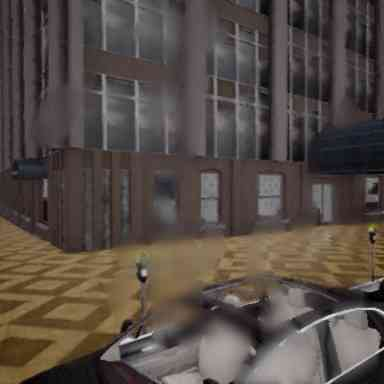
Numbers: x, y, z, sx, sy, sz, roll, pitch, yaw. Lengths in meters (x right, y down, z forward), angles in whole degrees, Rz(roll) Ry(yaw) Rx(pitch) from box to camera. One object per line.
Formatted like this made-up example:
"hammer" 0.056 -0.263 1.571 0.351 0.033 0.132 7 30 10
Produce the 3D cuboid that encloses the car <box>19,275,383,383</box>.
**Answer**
"car" 0.427 1.522 2.744 4.403 1.369 2.008 0 0 -34
